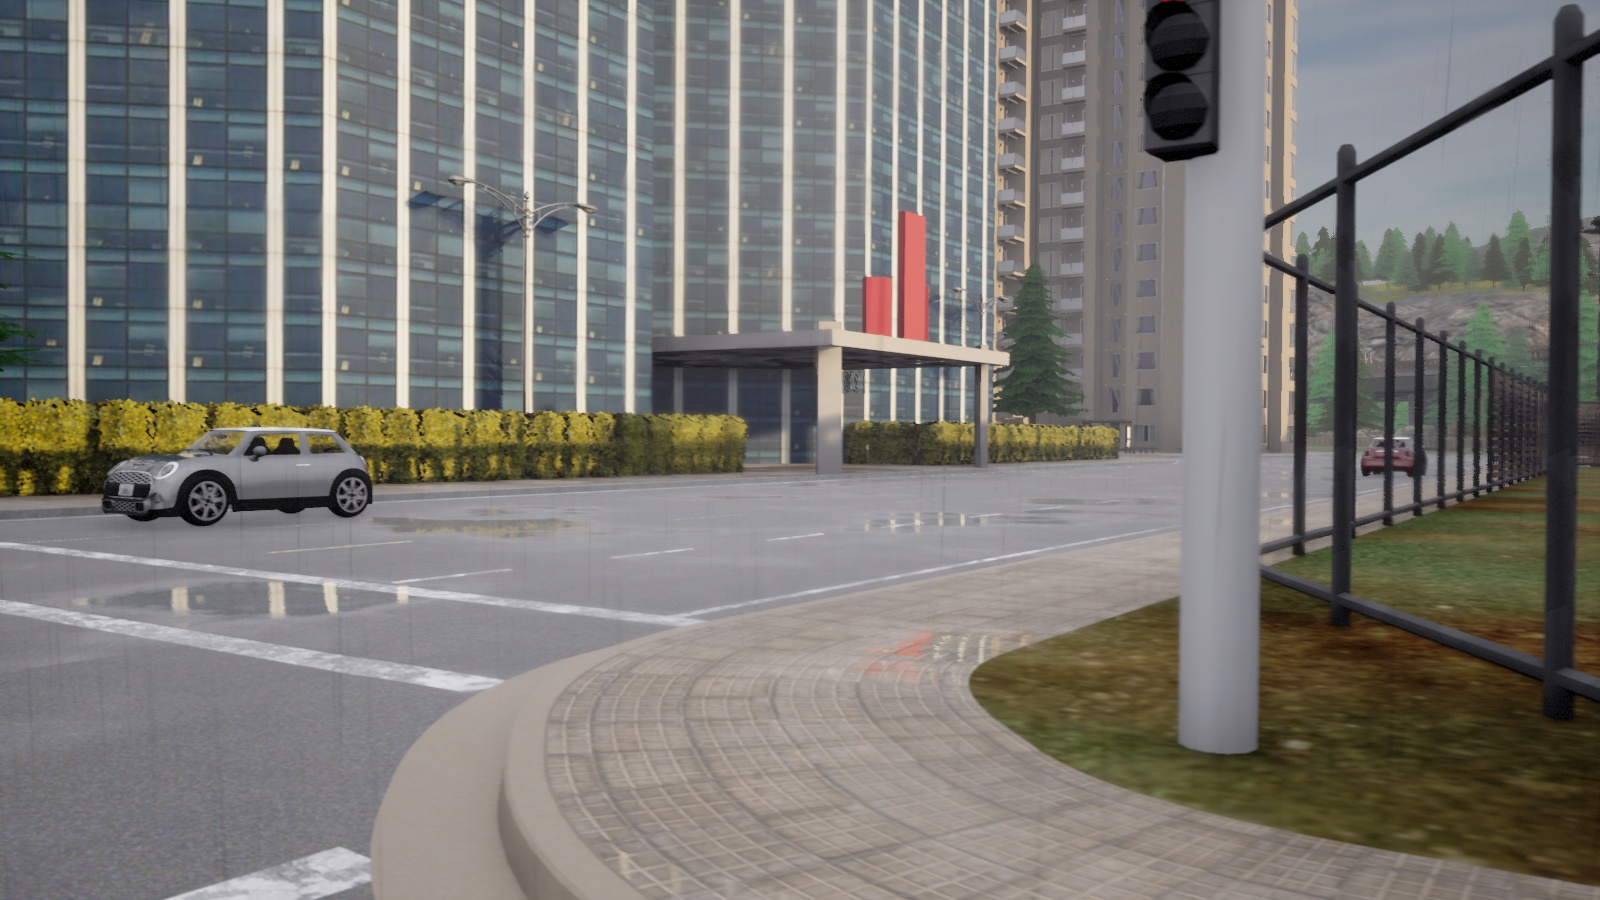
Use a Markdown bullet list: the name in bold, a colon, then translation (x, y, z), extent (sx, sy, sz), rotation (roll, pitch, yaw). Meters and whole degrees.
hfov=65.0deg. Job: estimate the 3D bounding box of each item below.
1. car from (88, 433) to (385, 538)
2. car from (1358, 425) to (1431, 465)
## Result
- **car**: translation (-8.827, 0.487, 19.942), extent (1.970, 1.475, 3.806), rotation (0, 1, 34)
- **car**: translation (22.772, -0.203, 48.029), extent (1.970, 1.475, 3.806), rotation (0, 1, 34)
